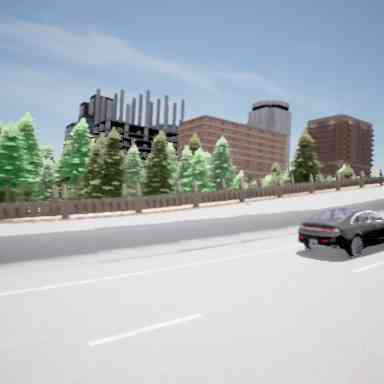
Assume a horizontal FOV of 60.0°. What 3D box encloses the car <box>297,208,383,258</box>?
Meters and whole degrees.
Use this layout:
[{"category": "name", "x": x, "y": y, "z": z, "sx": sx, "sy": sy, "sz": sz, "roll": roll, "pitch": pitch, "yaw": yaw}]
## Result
[{"category": "car", "x": 5.998, "y": 1.344, "z": 12.355, "sx": 4.902, "sy": 1.511, "sz": 2.128, "roll": -2, "pitch": 1, "yaw": -35}]
